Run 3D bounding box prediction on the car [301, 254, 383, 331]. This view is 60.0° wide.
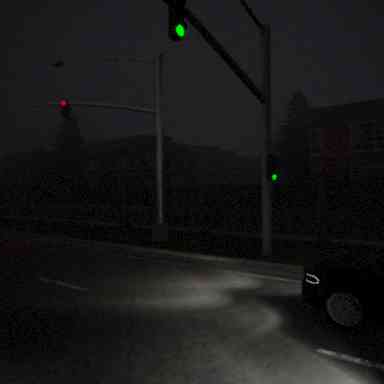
[{"bbox_3d":[4.316,1.474,5.214,5.008,1.535,1.882,0,0,35],"label":"car"}]
